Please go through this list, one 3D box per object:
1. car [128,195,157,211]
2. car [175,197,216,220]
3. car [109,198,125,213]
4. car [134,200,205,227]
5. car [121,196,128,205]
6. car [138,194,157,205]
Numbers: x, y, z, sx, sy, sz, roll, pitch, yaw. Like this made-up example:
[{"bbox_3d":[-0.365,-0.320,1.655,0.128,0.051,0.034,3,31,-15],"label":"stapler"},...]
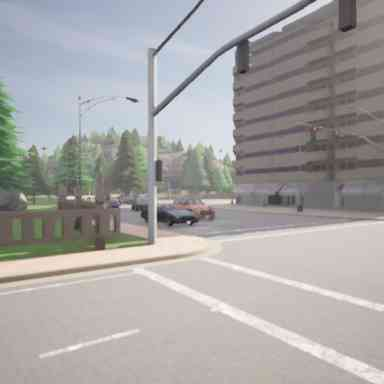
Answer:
[{"bbox_3d":[-5.694,1.405,37.521,1.882,1.535,5.008,0,0,-18],"label":"car"},{"bbox_3d":[-0.045,1.281,26.678,2.097,1.767,4.553,0,0,-32],"label":"car"},{"bbox_3d":[-8.727,1.532,35.494,1.895,1.301,4.718,0,0,-19],"label":"car"},{"bbox_3d":[-1.693,1.480,22.675,2.033,1.411,5.357,0,0,-34],"label":"car"},{"bbox_3d":[-11.092,1.414,56.098,2.128,1.511,4.902,0,0,7],"label":"car"},{"bbox_3d":[-7.494,1.269,56.774,2.097,1.767,4.553,0,0,9],"label":"car"}]
